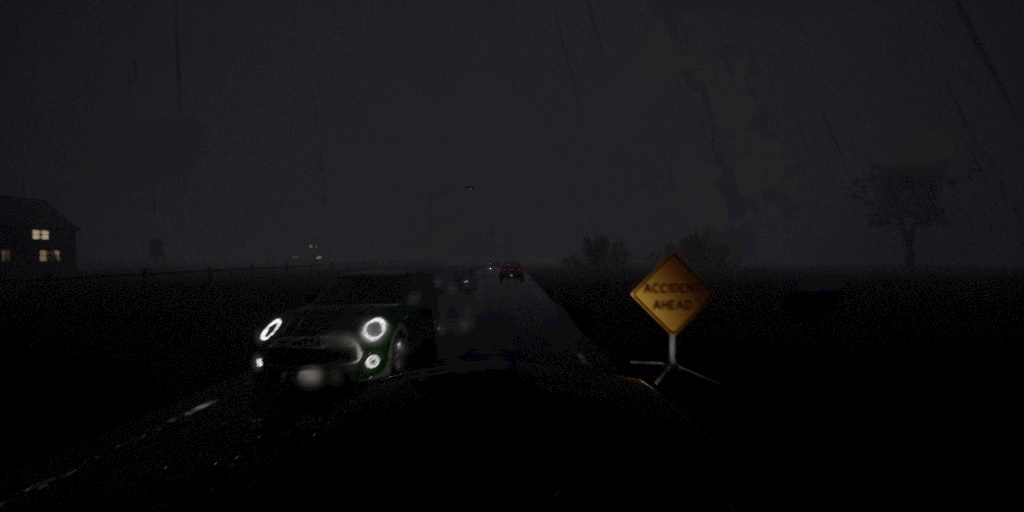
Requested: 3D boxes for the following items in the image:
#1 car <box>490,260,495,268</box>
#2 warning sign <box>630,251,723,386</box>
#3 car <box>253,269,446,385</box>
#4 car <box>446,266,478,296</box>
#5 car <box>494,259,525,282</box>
[{"bbox_3d":[-2.992,1.403,64.555,1.895,1.301,4.718,0,0,0],"label":"car"},{"bbox_3d":[2.444,0.856,5.471,1.300,1.860,1.060,0,0,0],"label":"warning sign"},{"bbox_3d":[-2.863,1.105,7.301,2.097,1.767,4.553,0,0,0],"label":"car"},{"bbox_3d":[-2.888,1.270,19.483,1.812,1.442,4.674,0,0,0],"label":"car"},{"bbox_3d":[-0.032,1.222,28.682,2.128,1.511,4.902,0,0,0],"label":"car"}]
